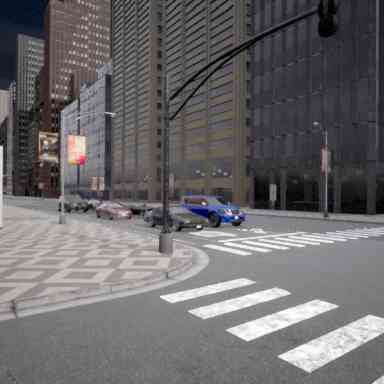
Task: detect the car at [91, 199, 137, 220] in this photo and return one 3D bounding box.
[{"bbox_3d":[-6.851,1.586,28.769,1.812,1.442,4.674,1,-1,-36],"label":"car"}]

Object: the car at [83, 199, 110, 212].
[{"bbox_3d":[-11.945,1.663,41.506,1.812,1.442,4.674,1,-1,-35],"label":"car"}]

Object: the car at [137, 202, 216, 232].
[{"bbox_3d":[-1.153,1.569,20.803,2.033,1.411,5.357,1,-1,-35],"label":"car"}]

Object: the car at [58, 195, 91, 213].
[{"bbox_3d":[-13.864,1.331,38.595,2.150,2.045,5.566,1,-1,-36],"label":"car"}]

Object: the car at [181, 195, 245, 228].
[{"bbox_3d":[1.175,1.269,23.126,2.150,2.045,5.566,1,-1,-36],"label":"car"}]
